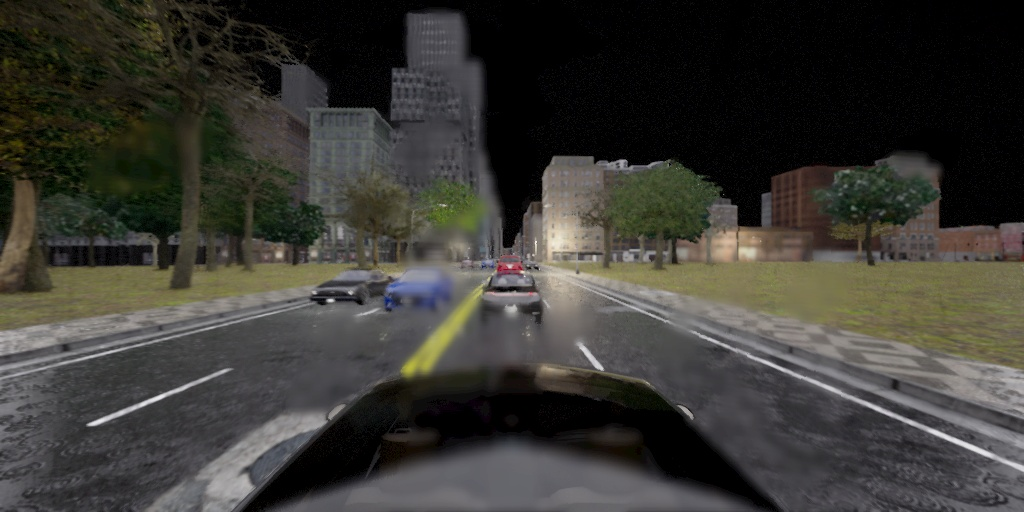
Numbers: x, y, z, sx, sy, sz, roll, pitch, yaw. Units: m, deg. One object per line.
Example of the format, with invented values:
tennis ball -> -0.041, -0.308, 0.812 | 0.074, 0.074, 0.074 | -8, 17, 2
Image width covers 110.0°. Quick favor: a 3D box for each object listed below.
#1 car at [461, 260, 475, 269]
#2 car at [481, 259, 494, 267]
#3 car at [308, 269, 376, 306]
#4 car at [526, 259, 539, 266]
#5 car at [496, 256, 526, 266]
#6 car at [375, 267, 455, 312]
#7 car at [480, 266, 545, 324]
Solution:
car -> -7.084, 1.304, 57.767 | 1.812, 1.442, 4.674 | 0, 0, 0
car -> -3.833, 1.269, 57.243 | 1.882, 1.535, 5.008 | 0, 0, 0
car -> -6.749, 1.273, 15.971 | 2.033, 1.411, 5.357 | 0, 0, 0
car -> 2.850, 1.412, 52.638 | 1.895, 1.301, 4.718 | 0, 0, -1
car -> -0.192, 0.988, 31.409 | 2.150, 2.045, 5.566 | 0, 0, -1
car -> -3.481, 1.216, 14.281 | 1.882, 1.535, 5.008 | 0, 0, -1
car -> -0.009, 1.244, 11.966 | 2.128, 1.511, 4.902 | 0, 0, -1
